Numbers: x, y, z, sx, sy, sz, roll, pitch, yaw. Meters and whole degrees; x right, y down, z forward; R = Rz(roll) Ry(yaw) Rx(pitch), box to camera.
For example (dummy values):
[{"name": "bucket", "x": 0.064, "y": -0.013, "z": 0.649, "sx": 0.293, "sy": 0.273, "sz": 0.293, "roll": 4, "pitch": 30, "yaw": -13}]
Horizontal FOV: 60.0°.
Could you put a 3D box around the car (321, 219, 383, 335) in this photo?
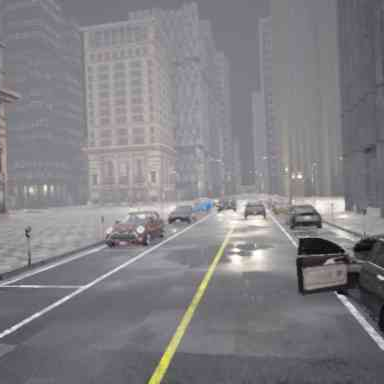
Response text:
[{"name": "car", "x": 3.683, "y": 1.398, "z": 5.474, "sx": 1.837, "sy": 1.490, "sz": 4.892, "roll": -2, "pitch": 0, "yaw": 10}]

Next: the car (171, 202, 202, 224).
[{"name": "car", "x": -0.697, "y": 1.805, "z": 27.389, "sx": 1.947, "sy": 1.339, "sz": 4.313, "roll": -3, "pitch": 0, "yaw": 10}]

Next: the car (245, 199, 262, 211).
[{"name": "car", "x": 7.709, "y": 1.599, "z": 41.824, "sx": 1.895, "sy": 1.301, "sz": 4.718, "roll": -2, "pitch": 0, "yaw": 10}]

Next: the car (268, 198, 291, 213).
[{"name": "car", "x": 9.646, "y": 1.435, "z": 37.026, "sx": 2.008, "sy": 1.369, "sz": 4.403, "roll": -3, "pitch": 0, "yaw": 10}]

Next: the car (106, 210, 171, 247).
[{"name": "car", "x": -2.658, "y": 1.676, "z": 16.278, "sx": 1.967, "sy": 1.590, "sz": 4.097, "roll": -3, "pitch": 0, "yaw": 10}]

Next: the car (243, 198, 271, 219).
[{"name": "car", "x": 5.606, "y": 1.489, "z": 29.687, "sx": 2.128, "sy": 1.511, "sz": 4.902, "roll": -2, "pitch": 0, "yaw": 10}]

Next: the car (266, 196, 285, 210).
[{"name": "car", "x": 10.618, "y": 1.323, "z": 42.583, "sx": 1.967, "sy": 1.590, "sz": 4.097, "roll": -3, "pitch": 0, "yaw": 10}]

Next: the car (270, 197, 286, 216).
[{"name": "car", "x": 8.697, "y": 1.410, "z": 31.638, "sx": 1.752, "sy": 1.417, "sz": 4.829, "roll": -3, "pitch": 0, "yaw": 10}]

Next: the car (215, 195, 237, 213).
[{"name": "car", "x": 4.267, "y": 1.350, "z": 40.038, "sx": 2.150, "sy": 2.045, "sz": 5.566, "roll": -2, "pitch": -1, "yaw": 10}]

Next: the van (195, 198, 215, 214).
[{"name": "van", "x": 1.247, "y": 1.580, "z": 38.502, "sx": 1.690, "sy": 1.788, "sz": 3.998, "roll": -3, "pitch": 0, "yaw": 10}]

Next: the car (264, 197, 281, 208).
[{"name": "car", "x": 11.600, "y": 1.433, "z": 48.138, "sx": 2.008, "sy": 1.369, "sz": 4.403, "roll": -3, "pitch": 0, "yaw": 10}]

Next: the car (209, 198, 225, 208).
[{"name": "car", "x": 4.188, "y": 1.786, "z": 55.168, "sx": 2.008, "sy": 1.369, "sz": 4.403, "roll": -3, "pitch": 0, "yaw": 10}]

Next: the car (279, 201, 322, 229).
[{"name": "car", "x": 6.715, "y": 1.449, "z": 20.359, "sx": 1.947, "sy": 1.339, "sz": 4.313, "roll": -3, "pitch": 0, "yaw": 10}]
